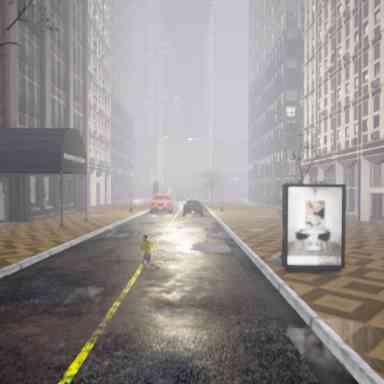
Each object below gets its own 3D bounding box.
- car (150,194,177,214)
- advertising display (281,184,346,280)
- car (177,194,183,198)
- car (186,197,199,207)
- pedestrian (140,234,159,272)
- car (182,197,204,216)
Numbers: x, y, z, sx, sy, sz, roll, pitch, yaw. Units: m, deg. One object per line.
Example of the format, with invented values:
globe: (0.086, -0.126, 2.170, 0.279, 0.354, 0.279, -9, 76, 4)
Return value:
car: (-3.097, 1.199, 35.240, 2.150, 2.045, 5.566, 0, 0, 0)
advertising display: (3.147, 1.016, 8.641, 1.540, 2.440, 0.280, 1, 1, 0)
car: (-3.002, 1.178, 76.797, 1.837, 1.490, 4.892, 0, 0, 0)
car: (0.100, 1.501, 50.699, 1.812, 1.442, 4.674, 0, 0, 1)
pedestrian: (-1.237, 1.666, 9.216, 0.500, 1.100, 0.500, -1, 1, -1)
car: (0.089, 1.485, 32.125, 1.837, 1.490, 4.892, 0, 1, 0)
